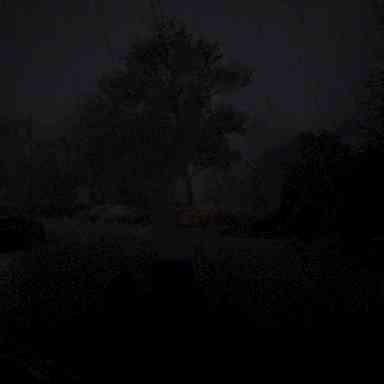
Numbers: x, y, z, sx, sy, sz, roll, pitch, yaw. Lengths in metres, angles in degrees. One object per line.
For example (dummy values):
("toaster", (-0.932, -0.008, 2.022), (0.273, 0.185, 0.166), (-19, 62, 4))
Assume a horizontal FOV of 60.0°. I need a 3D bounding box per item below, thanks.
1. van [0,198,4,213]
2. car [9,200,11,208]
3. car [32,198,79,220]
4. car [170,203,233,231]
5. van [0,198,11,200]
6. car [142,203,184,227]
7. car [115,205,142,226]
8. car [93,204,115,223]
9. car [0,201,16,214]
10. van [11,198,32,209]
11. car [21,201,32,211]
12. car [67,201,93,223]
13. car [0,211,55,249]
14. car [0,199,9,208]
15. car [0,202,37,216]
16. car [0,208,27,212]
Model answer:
("van", (-27.896, 1.854, 44.391), (1.878, 1.987, 4.442), (-1, -1, 36))
("car", (-19.088, 1.958, 37.884), (2.163, 1.488, 4.792), (-1, 0, 36))
("car", (-12.266, 1.609, 32.928), (2.435, 2.045, 5.566), (0, 0, 36))
("car", (1.061, 1.744, 23.204), (2.097, 1.535, 5.008), (-1, 0, 36))
("van", (-23.533, 1.770, 40.944), (1.878, 1.987, 4.442), (-1, 0, 36))
("car", (-1.160, 1.638, 24.863), (2.185, 1.767, 4.553), (0, 0, 36))
("car", (-3.335, 1.812, 26.368), (2.163, 1.488, 4.792), (-1, 0, 36))
("car", (-5.560, 1.842, 28.017), (2.002, 1.452, 4.674), (0, 0, 36))
("car", (-25.717, 2.036, 42.671), (2.097, 1.535, 5.008), (-1, -1, 36))
("van", (-16.797, 1.677, 36.328), (1.878, 1.987, 4.442), (-1, 0, 36))
("car", (-14.539, 1.909, 34.508), (2.163, 1.488, 4.792), (0, 0, 36))
("car", (-7.909, 1.818, 29.498), (1.946, 1.575, 5.366), (0, 0, 36))
("car", (-8.782, 1.801, 14.158), (2.163, 1.488, 4.792), (-1, 0, 36))
("car", (-13.242, 1.560, 17.469), (2.435, 2.045, 5.566), (0, 0, 36))
("car", (-21.223, 1.987, 39.435), (2.163, 1.488, 4.792), (-1, -1, 36))
("car", (-11.008, 1.791, 15.818), (2.097, 1.535, 5.008), (-1, 0, 36))
